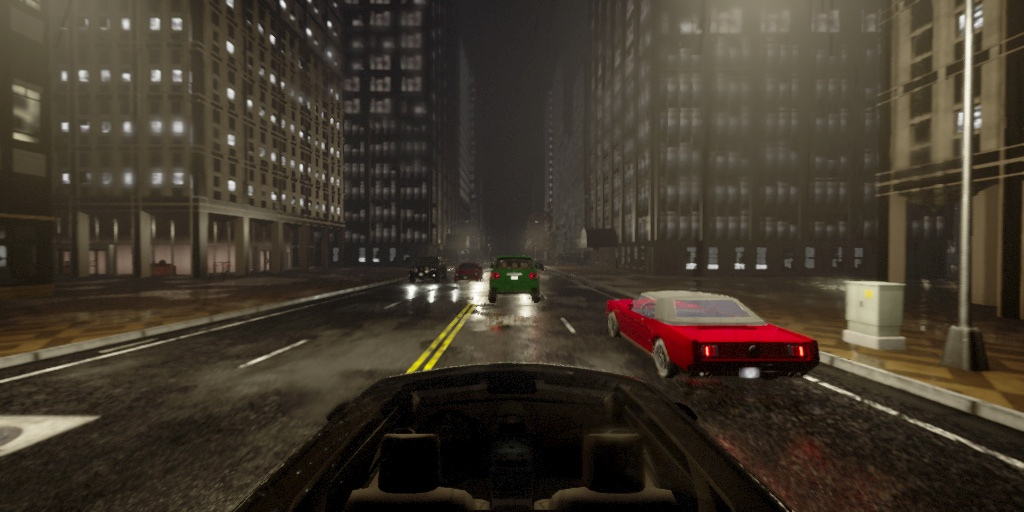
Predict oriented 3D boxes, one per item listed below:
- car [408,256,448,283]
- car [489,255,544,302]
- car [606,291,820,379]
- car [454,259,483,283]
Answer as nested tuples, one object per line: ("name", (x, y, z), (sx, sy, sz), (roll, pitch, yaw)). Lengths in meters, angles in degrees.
("car", (-6.599, 0.991, 28.757), (2.150, 2.045, 5.566), (0, 0, 0))
("car", (0.097, 0.983, 17.247), (2.150, 2.045, 5.566), (0, 0, 0))
("car", (3.348, 1.356, 7.256), (1.895, 1.301, 4.718), (0, 0, 0))
("car", (-3.348, 1.245, 28.212), (1.882, 1.535, 5.008), (0, 0, 0))
